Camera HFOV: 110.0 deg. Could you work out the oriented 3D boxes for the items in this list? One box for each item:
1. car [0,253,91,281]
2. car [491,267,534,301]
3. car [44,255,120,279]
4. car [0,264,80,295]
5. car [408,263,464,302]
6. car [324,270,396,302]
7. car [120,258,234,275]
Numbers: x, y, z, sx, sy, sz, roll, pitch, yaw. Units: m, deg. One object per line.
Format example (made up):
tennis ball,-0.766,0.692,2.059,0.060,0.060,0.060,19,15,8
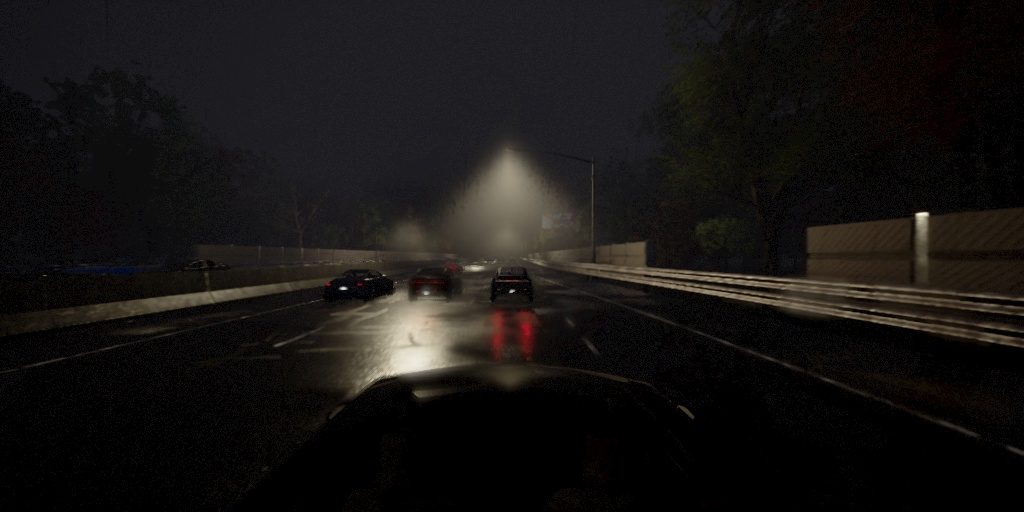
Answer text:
car,-24.502,0.731,19.420,2.097,1.767,4.553,0,0,0
car,0.000,1.249,17.213,2.128,1.511,4.902,0,0,0
car,-21.002,0.853,19.390,1.882,1.535,5.008,0,0,0
car,-27.381,1.243,19.389,1.882,1.535,5.008,0,0,3
car,-3.503,1.264,17.057,1.837,1.490,4.892,0,0,0
car,-7.001,1.322,16.896,1.994,1.385,4.181,0,0,0
car,-17.502,0.914,19.390,1.837,1.490,4.892,0,0,0
